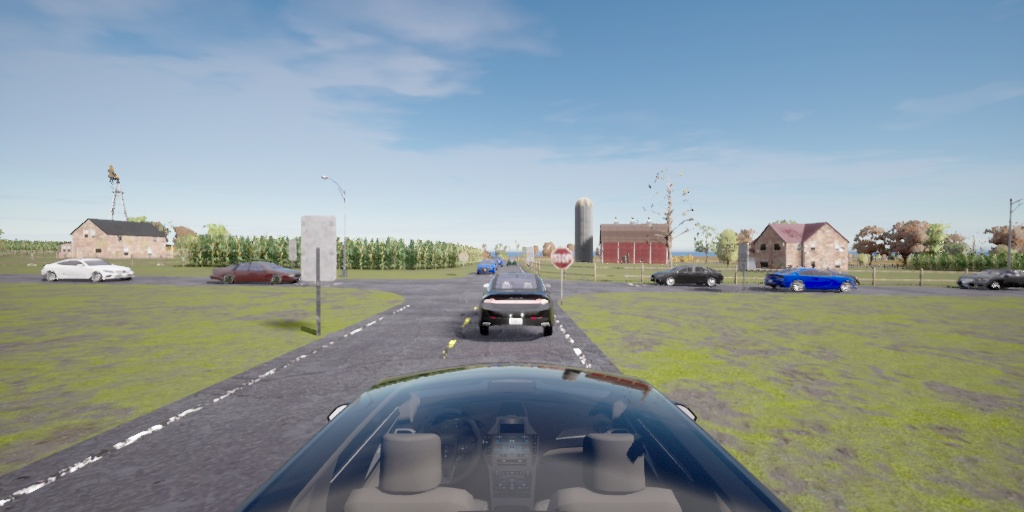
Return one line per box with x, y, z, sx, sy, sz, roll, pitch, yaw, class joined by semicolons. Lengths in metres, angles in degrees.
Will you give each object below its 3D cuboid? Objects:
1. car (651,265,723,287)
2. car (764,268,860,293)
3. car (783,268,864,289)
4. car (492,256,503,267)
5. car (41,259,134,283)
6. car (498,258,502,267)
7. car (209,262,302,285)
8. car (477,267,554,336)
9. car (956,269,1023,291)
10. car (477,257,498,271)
12.737;1.431;26.273;4.892;1.490;1.837;1;1;1;car
19.290;1.528;23.325;5.008;1.535;1.882;1;1;0;car
22.719;1.629;26.258;4.181;1.385;1.994;1;1;0;car
-2.767;0.995;65.357;2.150;2.045;5.566;0;0;1;car
-27.336;0.905;23.138;4.674;1.442;1.812;1;1;0;car
-2.824;1.304;50.505;2.033;1.411;5.357;0;0;0;car
-16.312;1.090;23.177;5.357;1.411;2.033;1;1;0;car
0.142;1.237;10.387;2.128;1.511;4.902;0;0;1;car
35.761;1.731;26.289;4.902;1.511;2.128;1;1;0;car
-2.815;1.227;39.878;1.882;1.535;5.008;0;0;-1;car
